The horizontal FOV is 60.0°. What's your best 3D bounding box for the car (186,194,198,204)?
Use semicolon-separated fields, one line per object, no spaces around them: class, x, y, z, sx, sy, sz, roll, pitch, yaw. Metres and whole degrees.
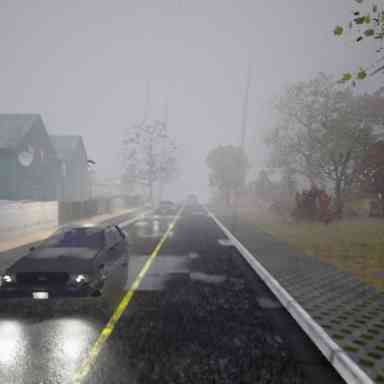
car;-0.038;1.386;68.003;2.150;2.045;5.566;0;0;0

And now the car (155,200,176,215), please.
car;-2.770;1.618;35.275;1.812;1.442;4.674;0;0;0

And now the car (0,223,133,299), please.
car;-2.847;1.568;8.920;2.033;1.411;5.357;0;0;0
